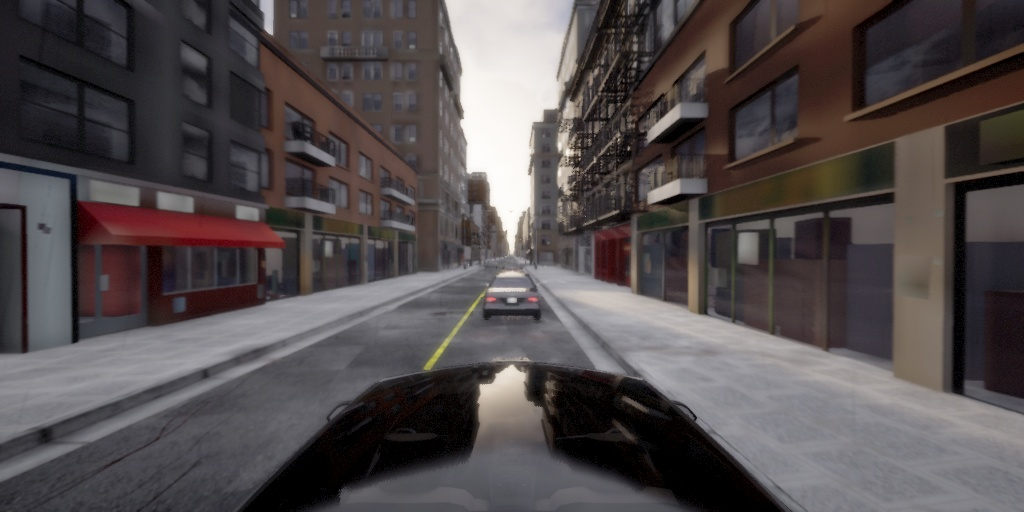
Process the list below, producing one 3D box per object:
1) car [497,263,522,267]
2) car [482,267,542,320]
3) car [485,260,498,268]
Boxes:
[{"bbox_3d":[0.034,1.304,29.068,1.895,1.301,4.718,0,0,1],"label":"car"},{"bbox_3d":[0.023,1.276,12.498,2.033,1.411,5.357,0,0,1],"label":"car"},{"bbox_3d":[-3.050,1.251,53.775,1.895,1.301,4.718,0,0,1],"label":"car"}]
